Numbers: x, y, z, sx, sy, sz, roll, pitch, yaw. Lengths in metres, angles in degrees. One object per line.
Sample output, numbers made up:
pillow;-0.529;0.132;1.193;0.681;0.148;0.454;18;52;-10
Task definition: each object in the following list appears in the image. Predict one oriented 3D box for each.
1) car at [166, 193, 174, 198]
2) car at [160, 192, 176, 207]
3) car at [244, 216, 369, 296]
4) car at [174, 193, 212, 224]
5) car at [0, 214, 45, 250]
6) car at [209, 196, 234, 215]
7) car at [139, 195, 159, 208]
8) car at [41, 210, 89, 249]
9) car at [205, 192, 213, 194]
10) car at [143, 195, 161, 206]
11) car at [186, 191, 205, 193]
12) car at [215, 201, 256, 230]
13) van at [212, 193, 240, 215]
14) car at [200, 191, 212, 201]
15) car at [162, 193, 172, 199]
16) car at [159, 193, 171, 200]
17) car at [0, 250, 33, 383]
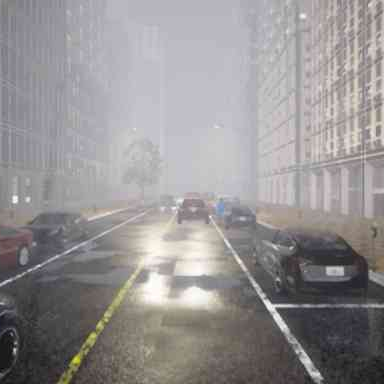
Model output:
car;-5.733;0.895;88.023;1.802;1.307;4.206;0;0;0
car;-3.111;1.175;44.509;1.837;1.490;4.892;0;1;0
car;2.688;1.507;8.328;1.947;1.339;4.313;0;0;0
car;0.089;1.184;23.480;2.097;1.767;4.553;0;0;0
car;-5.693;1.486;8.332;1.887;1.381;4.507;0;0;0
car;2.677;1.216;31.096;1.967;1.590;4.097;0;0;0
car;-5.710;1.214;42.316;1.752;1.417;4.829;0;0;0
car;-5.696;1.467;14.024;1.947;1.339;4.313;0;0;0
car;2.666;0.912;53.863;2.192;1.841;5.009;0;0;0
car;-5.713;1.193;48.180;2.008;1.369;4.403;0;0;0
car;0.080;0.921;41.254;2.150;2.045;5.566;0;1;0
car;2.682;1.426;19.712;1.947;1.339;4.313;0;0;0
van;2.680;1.159;25.404;1.690;1.788;3.998;0;0;0
car;2.660;0.820;65.247;2.192;1.841;5.009;0;0;0
car;-5.727;0.976;76.641;1.947;1.339;4.313;0;0;0
car;-5.724;1.009;70.948;2.008;1.369;4.403;0;0;0
car;-3.102;1.546;2.497;1.994;1.385;4.181;0;0;0
